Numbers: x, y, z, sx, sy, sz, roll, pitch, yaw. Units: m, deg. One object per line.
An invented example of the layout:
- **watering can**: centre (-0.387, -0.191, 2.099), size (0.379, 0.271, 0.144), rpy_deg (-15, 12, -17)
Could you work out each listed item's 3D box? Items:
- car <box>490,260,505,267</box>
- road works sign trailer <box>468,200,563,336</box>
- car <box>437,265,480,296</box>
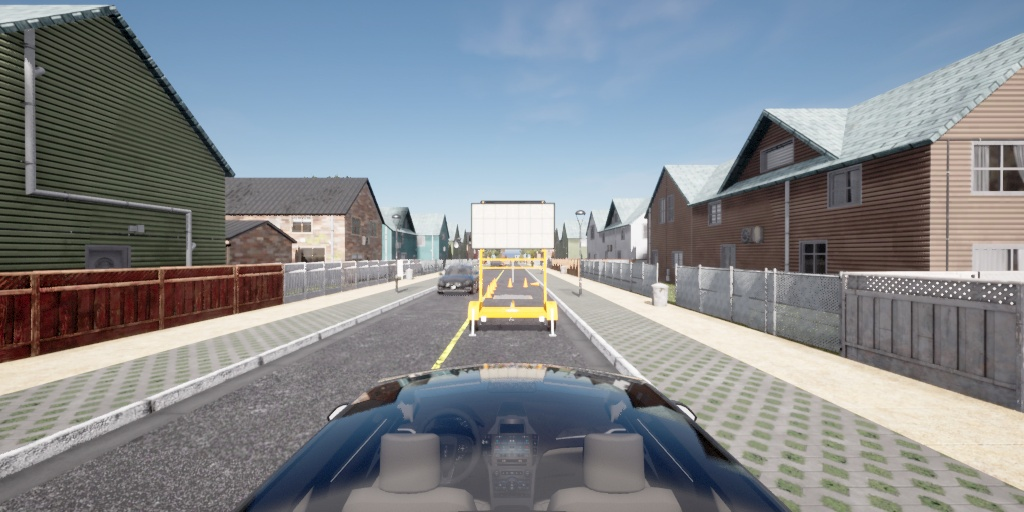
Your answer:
- **car**: centre (-2.694, 1.419, 60.339), size (1.882, 1.535, 5.008), rpy_deg (0, 0, 0)
- **road works sign trailer**: centre (0.029, 0.215, 10.350), size (2.380, 3.560, 2.880), rpy_deg (0, 0, 1)
- **car**: centre (-2.807, 1.265, 19.619), size (1.837, 1.490, 4.892), rpy_deg (0, 0, 0)
